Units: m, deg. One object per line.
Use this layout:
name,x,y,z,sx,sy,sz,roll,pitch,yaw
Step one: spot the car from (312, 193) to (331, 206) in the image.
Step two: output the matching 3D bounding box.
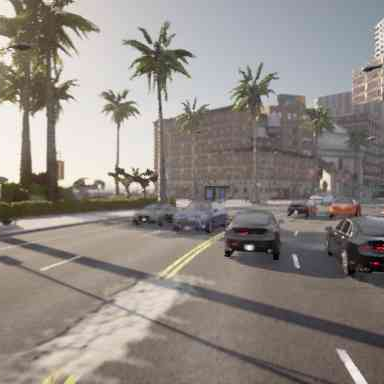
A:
car,21.348,1.158,54.949,2.150,2.045,5.566,1,0,45

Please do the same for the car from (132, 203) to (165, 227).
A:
car,-2.146,1.437,21.648,1.994,1.385,4.181,1,0,21

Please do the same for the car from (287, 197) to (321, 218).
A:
car,10.089,1.454,30.334,1.837,1.490,4.892,0,0,31

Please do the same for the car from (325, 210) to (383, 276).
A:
car,5.305,1.505,10.075,1.837,1.490,4.892,0,0,13

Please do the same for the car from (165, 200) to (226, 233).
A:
car,0.564,1.264,19.006,2.097,1.767,4.553,1,0,21

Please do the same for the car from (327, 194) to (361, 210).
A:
car,13.649,1.339,29.466,2.097,1.767,4.553,1,0,31

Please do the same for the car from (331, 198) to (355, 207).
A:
car,23.918,1.575,52.589,1.895,1.301,4.718,1,0,45

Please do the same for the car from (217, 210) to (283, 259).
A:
car,2.397,1.465,12.659,1.837,1.490,4.892,0,0,15
